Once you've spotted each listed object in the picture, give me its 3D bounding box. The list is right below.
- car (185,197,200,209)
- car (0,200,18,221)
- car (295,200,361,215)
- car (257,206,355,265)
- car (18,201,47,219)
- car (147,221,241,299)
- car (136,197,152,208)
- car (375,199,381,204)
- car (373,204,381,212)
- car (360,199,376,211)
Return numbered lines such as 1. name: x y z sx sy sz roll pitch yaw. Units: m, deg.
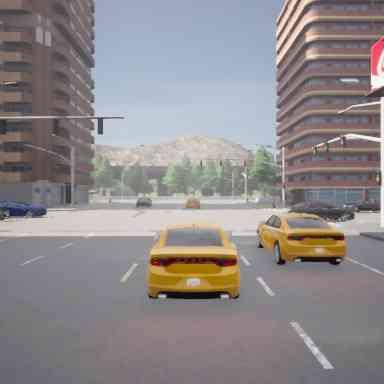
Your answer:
1. car: 0.094 1.477 45.988 1.882 1.535 5.008 0 0 1
2. car: -16.403 1.491 25.255 4.902 1.511 2.128 0 0 0
3. car: 9.848 1.505 25.403 4.892 1.490 1.837 0 0 0
4. car: 3.567 1.478 11.735 1.882 1.535 5.008 0 0 0
5. car: -15.199 1.477 28.761 5.008 1.535 1.882 0 0 0
6. car: 0.050 1.478 8.497 1.882 1.535 5.008 0 0 1
7. car: -7.081 1.478 49.355 1.882 1.535 5.008 0 0 0
8. car: 20.899 1.564 32.666 4.181 1.385 1.994 0 0 0
9. car: 3.600 1.222 1.792 2.150 2.045 5.566 0 0 0
10. car: 18.972 1.491 36.154 4.902 1.511 2.128 0 0 0
